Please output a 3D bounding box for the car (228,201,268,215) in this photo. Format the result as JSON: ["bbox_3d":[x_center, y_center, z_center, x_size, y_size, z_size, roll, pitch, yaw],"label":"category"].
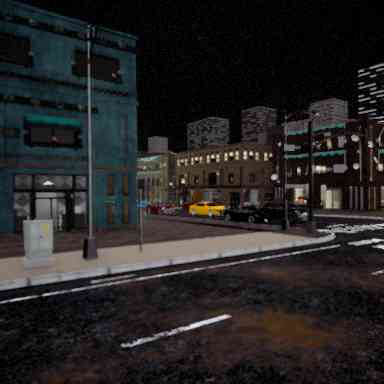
[{"bbox_3d":[6.493,1.815,38.953,2.008,1.369,4.403,-2,0,-35],"label":"car"}]

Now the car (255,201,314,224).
[{"bbox_3d":[7.649,1.556,27.283,2.097,1.767,4.553,-1,0,-34],"label":"car"}]

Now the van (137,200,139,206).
[{"bbox_3d":[-9.558,1.913,61.502,1.690,1.788,3.998,-1,0,-35],"label":"van"}]

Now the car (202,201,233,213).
[{"bbox_3d":[3.284,1.909,43.463,1.802,1.307,4.206,-1,0,-35],"label":"car"}]

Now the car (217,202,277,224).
[{"bbox_3d":[4.404,1.818,27.226,1.947,1.339,4.313,-1,0,-35],"label":"car"}]

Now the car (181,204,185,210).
[{"bbox_3d":[0.076,1.972,47.973,1.802,1.307,4.206,-1,0,-35],"label":"car"}]

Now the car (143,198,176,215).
[{"bbox_3d":[-3.546,1.850,38.602,1.967,1.590,4.097,-1,0,-35],"label":"car"}]

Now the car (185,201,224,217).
[{"bbox_3d":[1.724,1.800,35.682,1.882,1.535,5.008,-1,0,-35],"label":"car"}]
